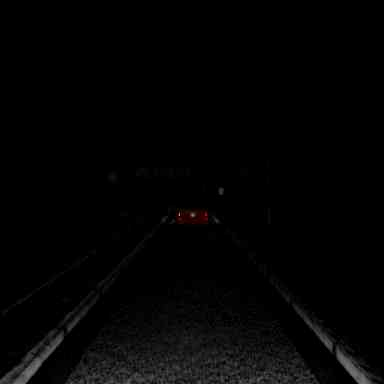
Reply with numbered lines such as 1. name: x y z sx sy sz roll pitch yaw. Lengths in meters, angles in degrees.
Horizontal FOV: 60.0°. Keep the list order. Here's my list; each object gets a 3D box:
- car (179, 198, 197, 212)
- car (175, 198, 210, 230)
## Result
1. car: -0.526 1.490 39.642 1.882 1.535 5.008 0 0 -3
2. car: 0.026 1.362 21.490 2.097 1.767 4.553 0 0 -1
